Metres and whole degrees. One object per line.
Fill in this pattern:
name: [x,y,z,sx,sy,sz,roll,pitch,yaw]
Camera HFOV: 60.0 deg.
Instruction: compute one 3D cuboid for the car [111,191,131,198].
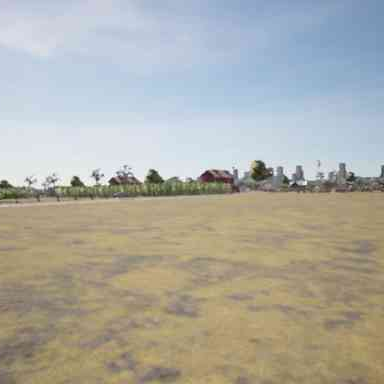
car: [-15.075,0.549,70.695,1.994,1.385,4.181,0,1,36]
